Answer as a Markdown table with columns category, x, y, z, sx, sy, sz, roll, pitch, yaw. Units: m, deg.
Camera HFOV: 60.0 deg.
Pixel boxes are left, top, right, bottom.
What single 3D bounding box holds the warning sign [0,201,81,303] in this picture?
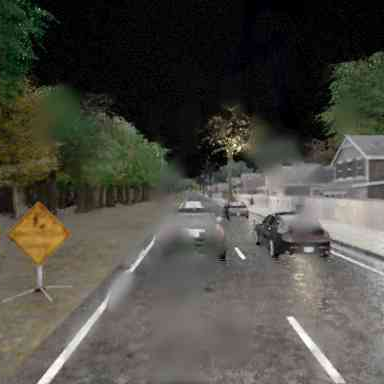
| category | x | y | z | sx | sy | sz | roll | pitch | yaw |
| --- | --- | --- | --- | --- | --- | --- | --- | --- | --- |
| warning sign | -3.054 | 1.118 | 6.666 | 1.300 | 1.860 | 1.060 | 0 | 0 | 0 |

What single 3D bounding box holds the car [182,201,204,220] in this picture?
| category | x | y | z | sx | sy | sz | roll | pitch | yaw |
| --- | --- | --- | --- | --- | --- | --- | --- | --- | --- |
| car | 0.098 | 1.527 | 29.076 | 1.812 | 1.442 | 4.674 | 0 | 0 | 0 |

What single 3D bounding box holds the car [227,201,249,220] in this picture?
| category | x | y | z | sx | sy | sz | roll | pitch | yaw |
| --- | --- | --- | --- | --- | --- | --- | --- | --- | --- |
| car | 3.593 | 1.494 | 28.043 | 2.128 | 1.511 | 4.902 | 0 | 0 | 0 |

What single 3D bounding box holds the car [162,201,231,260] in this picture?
| category | x | y | z | sx | sy | sz | roll | pitch | yaw |
| --- | --- | --- | --- | --- | --- | --- | --- | --- | --- |
| car | 0.087 | 1.357 | 12.598 | 2.097 | 1.767 | 4.553 | 0 | 0 | 0 |

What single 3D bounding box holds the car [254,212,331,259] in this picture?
| category | x | y | z | sx | sy | sz | roll | pitch | yaw |
| --- | --- | --- | --- | --- | --- | --- | --- | --- | --- |
| car | 3.590 | 1.510 | 12.614 | 1.837 | 1.490 | 4.892 | 0 | 0 | 0 |
